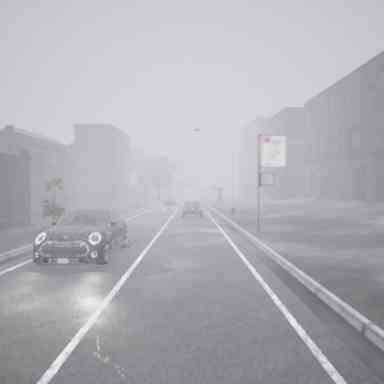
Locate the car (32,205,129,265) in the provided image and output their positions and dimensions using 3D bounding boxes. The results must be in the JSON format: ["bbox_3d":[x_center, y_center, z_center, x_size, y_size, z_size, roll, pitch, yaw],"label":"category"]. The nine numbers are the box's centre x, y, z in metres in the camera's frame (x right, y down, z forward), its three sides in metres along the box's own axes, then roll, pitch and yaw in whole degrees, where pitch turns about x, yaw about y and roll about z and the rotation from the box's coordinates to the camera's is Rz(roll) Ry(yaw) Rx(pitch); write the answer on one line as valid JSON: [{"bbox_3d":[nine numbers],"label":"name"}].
[{"bbox_3d":[-3.578,1.321,11.479,2.097,1.767,4.553,0,0,0],"label":"car"}]

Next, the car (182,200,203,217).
[{"bbox_3d":[0.031,1.490,30.897,2.033,1.411,5.357,0,0,0],"label":"car"}]

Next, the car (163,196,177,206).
[{"bbox_3d":[-3.486,1.440,52.702,1.882,1.535,5.008,0,0,0],"label":"car"}]
